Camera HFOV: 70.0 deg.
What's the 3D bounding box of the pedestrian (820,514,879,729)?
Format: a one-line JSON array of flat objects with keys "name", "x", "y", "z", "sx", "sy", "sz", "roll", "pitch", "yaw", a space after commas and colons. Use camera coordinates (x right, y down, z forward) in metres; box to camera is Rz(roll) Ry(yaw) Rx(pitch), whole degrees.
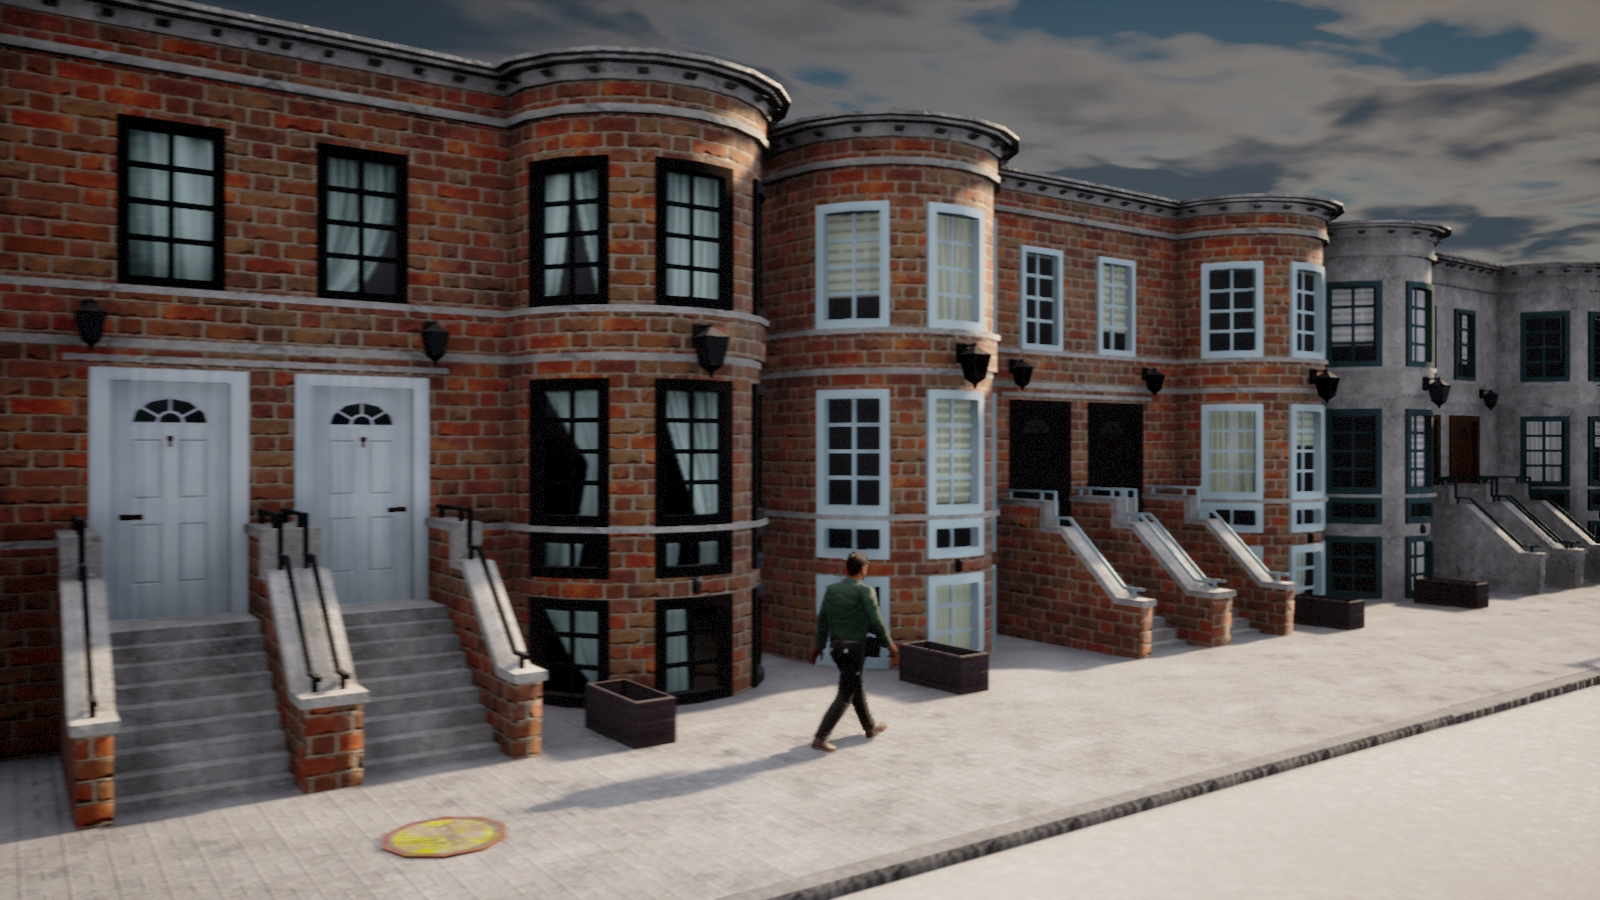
[{"name": "pedestrian", "x": 0.450, "y": 1.525, "z": 10.328, "sx": 0.375, "sy": 1.860, "sz": 0.375, "roll": 0, "pitch": 0, "yaw": -44}]
